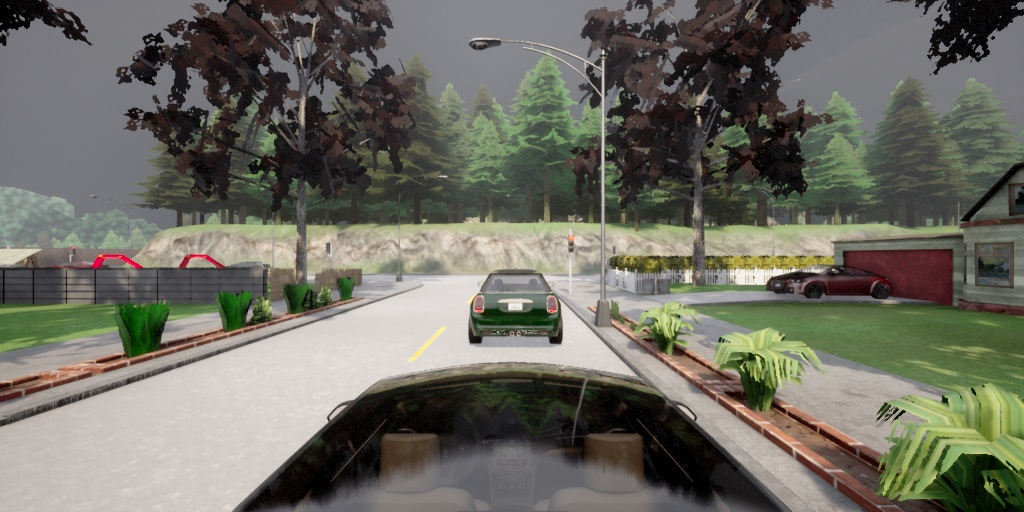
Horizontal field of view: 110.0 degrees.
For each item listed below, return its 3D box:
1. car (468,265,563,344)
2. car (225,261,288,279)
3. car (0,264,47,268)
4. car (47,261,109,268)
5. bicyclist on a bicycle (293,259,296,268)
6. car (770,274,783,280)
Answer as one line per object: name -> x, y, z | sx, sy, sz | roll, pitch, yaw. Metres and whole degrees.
car -> 0.108, 1.102, 9.759 | 2.097, 1.767, 4.553 | 0, 0, 1
car -> -22.174, 1.227, 31.134 | 5.008, 1.535, 1.882 | 0, 0, 1
car -> -44.760, 1.242, 31.421 | 4.902, 1.511, 2.128 | 0, 0, 1
car -> -42.952, 1.227, 35.433 | 5.008, 1.535, 1.882 | 0, 0, 1
bicyclist on a bicycle -> -23.711, 1.099, 39.546 | 0.582, 1.620, 1.656 | 0, 0, 1
car -> 23.099, 1.275, 34.880 | 4.674, 1.442, 1.812 | 0, 0, 0
